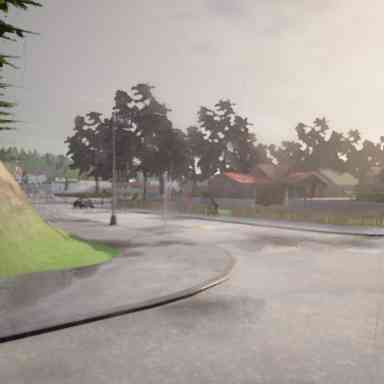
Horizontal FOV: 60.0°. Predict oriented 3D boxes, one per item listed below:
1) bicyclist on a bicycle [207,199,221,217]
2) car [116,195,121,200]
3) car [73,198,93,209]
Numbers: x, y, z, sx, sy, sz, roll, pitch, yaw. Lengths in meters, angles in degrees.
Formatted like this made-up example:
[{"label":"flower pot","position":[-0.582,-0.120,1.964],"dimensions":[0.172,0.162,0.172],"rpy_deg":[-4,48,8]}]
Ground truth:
[{"label":"bicyclist on a bicycle","position":[1.998,1.427,30.225],"dimensions":[1.656,1.620,0.582],"rpy_deg":[0,0,-36]},{"label":"car","position":[-18.141,1.424,78.237],"dimensions":[1.994,1.381,4.181],"rpy_deg":[0,0,-36]},{"label":"car","position":[-15.519,1.585,47.463],"dimensions":[1.812,1.442,4.674],"rpy_deg":[0,0,-35]}]
